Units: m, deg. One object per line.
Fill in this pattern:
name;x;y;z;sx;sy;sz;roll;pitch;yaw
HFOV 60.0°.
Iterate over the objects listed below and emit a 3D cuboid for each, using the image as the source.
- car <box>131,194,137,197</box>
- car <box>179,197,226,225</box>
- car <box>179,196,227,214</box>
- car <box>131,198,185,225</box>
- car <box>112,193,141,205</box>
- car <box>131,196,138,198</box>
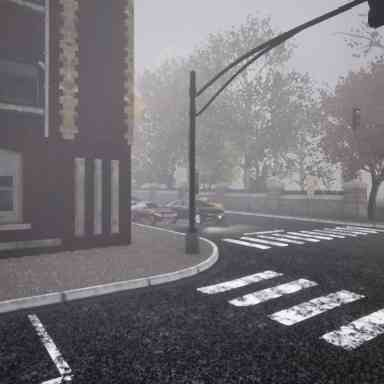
car;-5.705;1.029;29.816;1.837;1.490;4.892;0;1;-36
car;0.145;1.207;21.668;1.837;1.490;4.892;0;1;-39
car;0.934;1.129;30.532;1.752;1.417;4.829;1;0;-36
car;-2.523;1.257;21.004;1.802;1.307;4.206;2;0;-36
car;-8.693;0.864;43.860;2.008;1.369;4.403;1;0;-36
car;-5.764;1.158;25.492;1.802;1.307;4.206;2;0;-36
